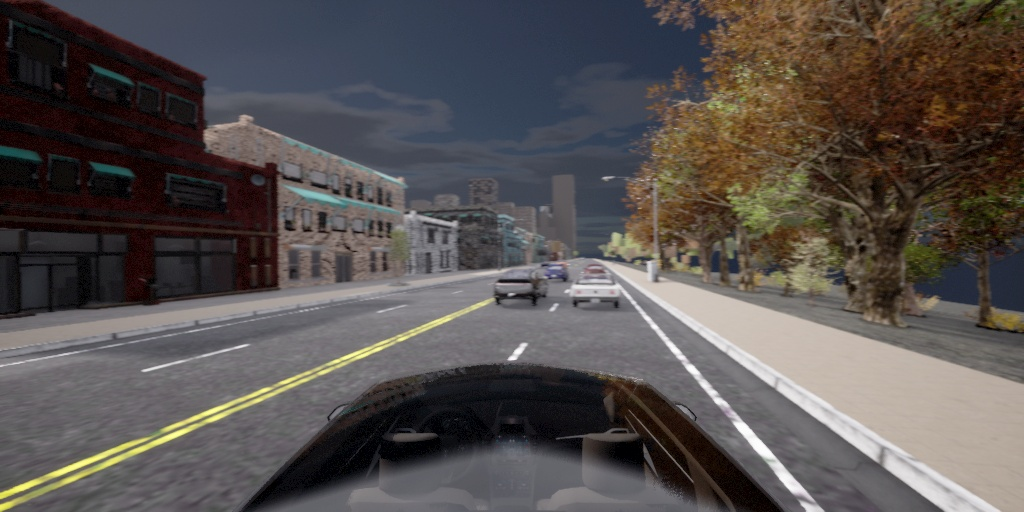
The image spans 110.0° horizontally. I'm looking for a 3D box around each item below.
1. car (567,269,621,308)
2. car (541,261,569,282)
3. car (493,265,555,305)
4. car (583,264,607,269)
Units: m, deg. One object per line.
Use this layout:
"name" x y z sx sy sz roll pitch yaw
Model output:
"car" 3.653 1.413 15.721 1.895 1.301 4.718 -1 0 13
"car" 3.911 1.453 31.331 1.812 1.442 4.674 -1 0 13
"car" 0.530 1.349 16.633 2.128 1.511 4.902 -1 0 13
"car" 7.081 1.410 30.613 1.812 1.442 4.674 -1 0 13
